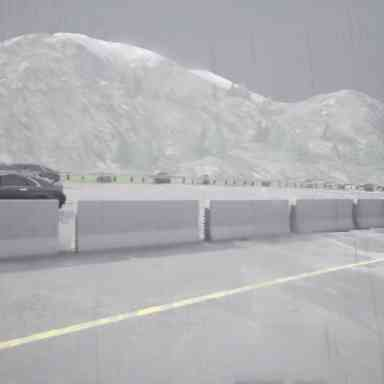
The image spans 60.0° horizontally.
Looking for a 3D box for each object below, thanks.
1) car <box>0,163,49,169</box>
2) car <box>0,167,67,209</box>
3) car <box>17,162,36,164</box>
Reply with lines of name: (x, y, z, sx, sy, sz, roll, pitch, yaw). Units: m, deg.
car: (-8.909, -0.353, 13.790, 4.902, 1.511, 2.128, 0, 6, -36)
car: (-6.764, 0.043, 11.051, 4.892, 1.490, 1.837, 0, 6, -36)
car: (-10.509, -0.749, 16.926, 5.008, 1.535, 1.882, 0, 6, -36)
